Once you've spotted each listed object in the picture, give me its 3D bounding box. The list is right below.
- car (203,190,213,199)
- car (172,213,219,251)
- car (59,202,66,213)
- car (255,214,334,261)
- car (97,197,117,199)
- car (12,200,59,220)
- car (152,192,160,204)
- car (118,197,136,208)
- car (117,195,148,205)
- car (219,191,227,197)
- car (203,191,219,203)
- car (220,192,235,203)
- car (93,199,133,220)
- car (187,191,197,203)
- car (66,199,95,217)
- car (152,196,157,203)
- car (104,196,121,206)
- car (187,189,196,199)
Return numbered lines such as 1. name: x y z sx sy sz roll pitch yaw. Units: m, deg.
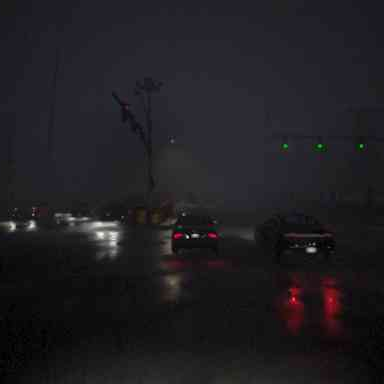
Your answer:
1. car: 3.415 0.526 72.703 1.994 1.385 4.181 0 6 0
2. car: 0.117 1.614 14.326 2.033 1.411 5.357 0 0 0
3. car: -14.049 1.728 39.240 2.033 1.411 5.357 0 0 0
4. car: 3.614 1.550 12.487 2.128 1.511 4.902 0 0 0
5. car: -10.541 1.750 43.909 2.033 1.411 5.357 0 0 0
6. car: -14.066 1.490 29.776 2.097 1.767 4.553 0 0 0
7. car: -7.033 1.085 60.764 2.150 2.045 5.566 0 3 0
8. car: -10.504 1.599 54.165 1.882 1.535 5.008 0 1 0
9. car: -7.048 1.406 40.031 2.150 2.045 5.566 0 0 0
10. car: 6.915 0.474 72.713 1.837 1.490 4.892 0 6 0
11. car: 3.459 1.110 62.755 2.097 1.767 4.553 0 3 0
12. car: 6.958 1.306 63.059 1.994 1.385 4.181 0 3 0
13. car: -7.033 1.631 30.177 2.128 1.511 4.902 0 0 -1
14. car: -0.041 1.268 62.657 1.837 1.490 4.892 0 3 0
15. car: -10.559 1.704 33.843 2.033 1.411 5.357 0 0 0
16. car: -7.017 1.742 50.267 2.033 1.411 5.357 0 1 0
17. car: -14.024 1.564 58.681 1.895 1.301 4.718 0 3 0
18. car: -0.085 0.451 72.680 1.882 1.535 5.008 0 6 0
